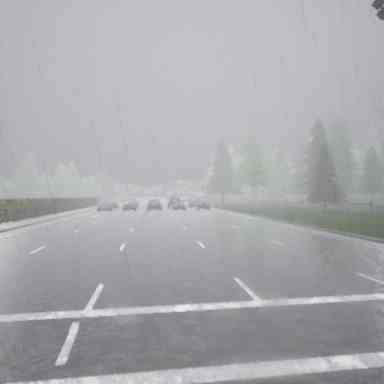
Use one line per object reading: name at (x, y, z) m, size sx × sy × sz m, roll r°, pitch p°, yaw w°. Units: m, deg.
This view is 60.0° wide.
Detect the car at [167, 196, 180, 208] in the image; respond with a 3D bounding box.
car at (-3.087, 1.774, 57.835) m, size 2.150 × 2.045 × 5.566 m, roll 0°, pitch -1°, yaw -7°

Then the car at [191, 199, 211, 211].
car at (1.513, 1.935, 49.130) m, size 1.837 × 1.490 × 4.892 m, roll 0°, pitch -1°, yaw -7°

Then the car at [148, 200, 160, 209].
car at (-6.554, 2.129, 57.374) m, size 2.033 × 1.411 × 5.357 m, roll 0°, pitch -1°, yaw -7°

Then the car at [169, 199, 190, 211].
car at (-1.912, 2.056, 48.317) m, size 1.895 × 1.301 × 4.718 m, roll 0°, pitch -1°, yaw -7°

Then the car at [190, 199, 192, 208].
car at (0.393, 2.014, 58.231) m, size 2.128 × 1.511 × 4.902 m, roll 0°, pitch -1°, yaw -7°

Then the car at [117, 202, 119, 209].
car at (-13.501, 2.204, 56.518) m, size 1.994 × 1.385 × 4.181 m, roll 0°, pitch -1°, yaw -7°

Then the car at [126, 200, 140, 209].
car at (-10.028, 2.102, 56.947) m, size 2.128 × 1.511 × 4.902 m, roll 0°, pitch -1°, yaw -7°

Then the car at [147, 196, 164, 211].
car at (-5.432, 1.840, 48.245) m, size 2.097 × 1.767 × 4.553 m, roll 0°, pitch -1°, yaw -7°

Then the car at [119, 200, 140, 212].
car at (-8.910, 2.119, 47.875) m, size 1.895 × 1.301 × 4.718 m, roll 0°, pitch -1°, yaw -7°

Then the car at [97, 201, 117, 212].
car at (-12.478, 2.120, 48.211) m, size 1.994 × 1.385 × 4.181 m, roll 0°, pitch -1°, yaw -7°
